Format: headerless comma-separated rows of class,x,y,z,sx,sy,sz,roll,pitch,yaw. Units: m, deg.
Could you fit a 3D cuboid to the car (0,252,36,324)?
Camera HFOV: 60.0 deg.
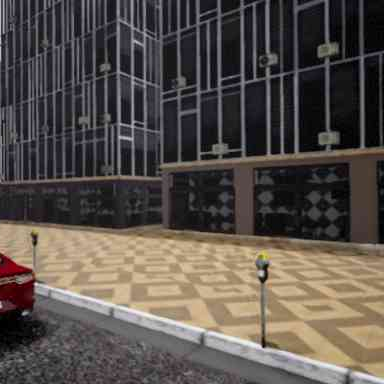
car,-4.770,1.601,6.280,4.507,1.381,1.887,-1,0,36
